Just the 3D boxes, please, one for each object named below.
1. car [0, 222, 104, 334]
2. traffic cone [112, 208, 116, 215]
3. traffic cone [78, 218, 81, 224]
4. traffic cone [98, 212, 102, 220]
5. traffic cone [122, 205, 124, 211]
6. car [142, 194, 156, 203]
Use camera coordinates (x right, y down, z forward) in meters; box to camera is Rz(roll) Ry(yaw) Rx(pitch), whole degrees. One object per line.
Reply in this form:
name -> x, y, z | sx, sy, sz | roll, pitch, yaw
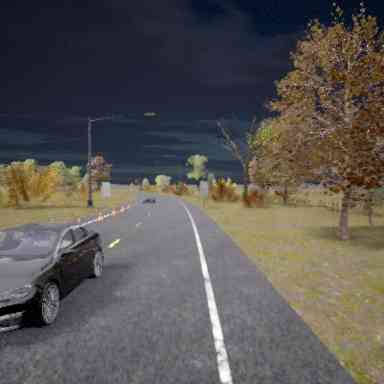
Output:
car -> -3.233, 1.434, 6.947 | 2.128, 1.511, 4.902 | 0, 1, -1
traffic cone -> -6.847, 1.698, 29.046 | 0.340, 0.580, 0.340 | 0, 1, -3
traffic cone -> -6.490, 1.793, 19.101 | 0.340, 0.580, 0.340 | 0, 1, -2
traffic cone -> -6.648, 1.745, 24.073 | 0.340, 0.580, 0.340 | 0, 1, -2
traffic cone -> -7.083, 1.651, 34.015 | 0.340, 0.580, 0.340 | 0, 1, -3
car -> -6.953, 1.066, 53.806 | 1.994, 1.385, 4.181 | 0, 1, -7
